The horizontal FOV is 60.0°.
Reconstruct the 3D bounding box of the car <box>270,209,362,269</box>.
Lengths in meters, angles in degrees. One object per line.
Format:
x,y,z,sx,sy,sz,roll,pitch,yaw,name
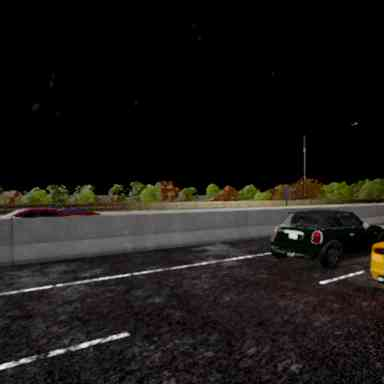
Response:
4.856,1.394,11.502,4.553,1.767,2.097,0,0,-35,car

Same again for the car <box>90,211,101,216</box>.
-7.571,1.585,20.077,4.181,1.385,1.994,0,0,-35,car

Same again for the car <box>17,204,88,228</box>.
-9.587,1.585,22.938,4.181,1.385,1.994,0,0,-35,car

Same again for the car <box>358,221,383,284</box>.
6.477,1.518,8.357,5.008,1.535,1.882,0,0,-35,car

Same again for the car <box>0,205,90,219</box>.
-7.723,1.488,15.675,5.008,1.535,1.882,0,0,-35,car
